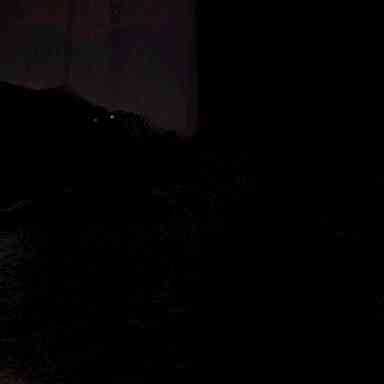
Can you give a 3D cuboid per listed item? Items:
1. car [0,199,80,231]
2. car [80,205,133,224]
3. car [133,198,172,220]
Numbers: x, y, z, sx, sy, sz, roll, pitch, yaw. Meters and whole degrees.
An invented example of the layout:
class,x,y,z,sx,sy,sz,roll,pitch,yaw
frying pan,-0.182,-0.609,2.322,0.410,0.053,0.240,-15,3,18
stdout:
class,x,y,z,sx,sy,sz,roll,pitch,yaw
car,-10.133,1.379,21.196,2.192,1.841,5.009,0,-1,35
car,-6.988,1.672,25.615,1.947,1.339,4.313,0,-1,35
car,-3.843,1.464,30.041,2.192,1.841,5.009,-1,-1,35
